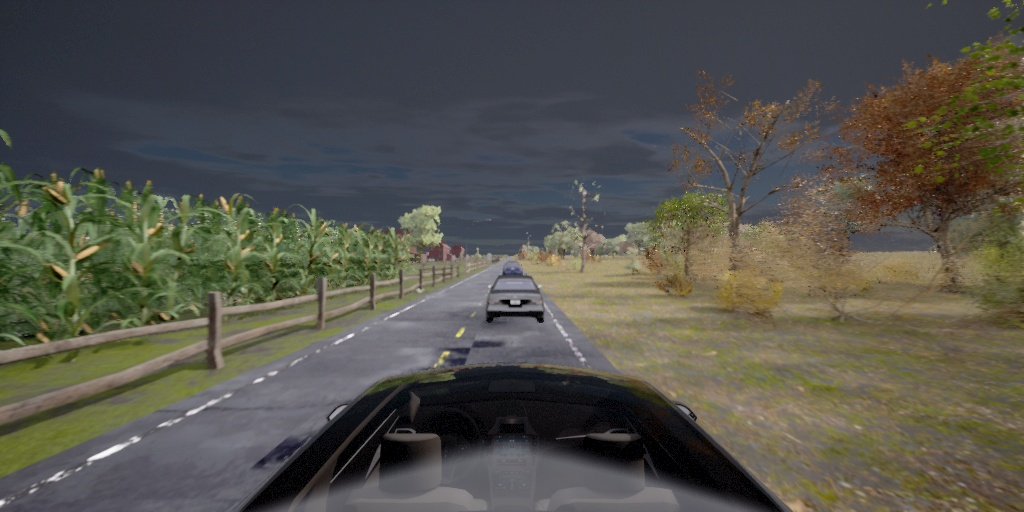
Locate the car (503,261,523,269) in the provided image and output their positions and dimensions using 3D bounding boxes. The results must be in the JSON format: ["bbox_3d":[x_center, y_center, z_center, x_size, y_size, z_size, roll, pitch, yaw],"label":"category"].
[{"bbox_3d":[0.074,1.312,39.038,2.097,1.767,4.553,0,0,0],"label":"car"}]

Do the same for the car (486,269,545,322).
[{"bbox_3d":[0.096,1.365,12.626,2.033,1.411,5.357,0,0,0],"label":"car"}]
